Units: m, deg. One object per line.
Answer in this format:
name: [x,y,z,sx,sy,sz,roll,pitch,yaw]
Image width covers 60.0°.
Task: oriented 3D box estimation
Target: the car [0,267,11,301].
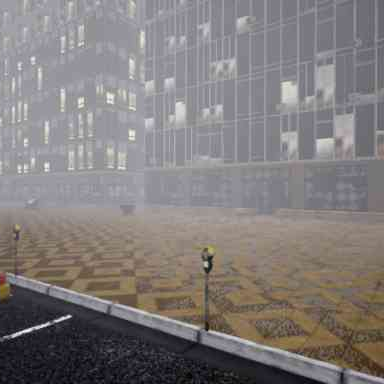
car: [-5.589,1.526,6.827,4.829,1.417,1.752,0,0,35]
